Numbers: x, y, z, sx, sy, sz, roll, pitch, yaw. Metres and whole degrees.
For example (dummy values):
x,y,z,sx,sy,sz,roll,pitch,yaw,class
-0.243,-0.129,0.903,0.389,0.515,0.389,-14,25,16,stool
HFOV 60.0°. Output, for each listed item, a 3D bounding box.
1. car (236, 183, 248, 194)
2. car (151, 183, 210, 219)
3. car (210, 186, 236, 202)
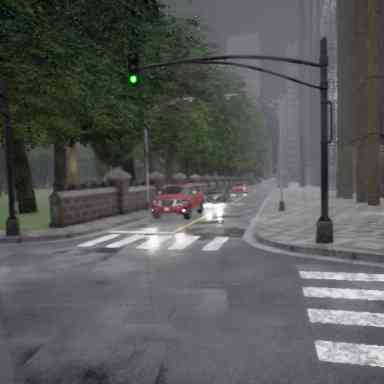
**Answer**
x,y,z,sx,sy,sz,roll,pitch,yaw,class
7.849,-0.599,53.413,2.097,1.767,4.553,-1,2,15,car
-0.703,0.489,20.908,2.150,2.045,5.566,-1,2,15,car
2.859,0.235,34.554,2.128,1.511,4.902,-1,2,15,car
